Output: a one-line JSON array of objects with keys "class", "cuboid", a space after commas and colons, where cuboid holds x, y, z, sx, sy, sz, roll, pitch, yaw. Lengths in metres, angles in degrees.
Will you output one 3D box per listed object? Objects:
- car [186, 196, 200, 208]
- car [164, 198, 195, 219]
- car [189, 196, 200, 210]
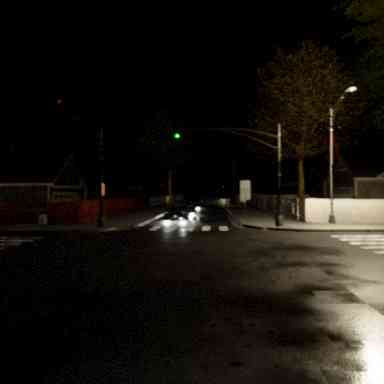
[{"class": "car", "cuboid": [0.189, 1.448, 49.048, 1.837, 1.490, 4.892, 0, 0, 3]}, {"class": "car", "cuboid": [-1.142, 1.518, 28.766, 2.033, 1.411, 5.357, 0, 0, 4]}, {"class": "car", "cuboid": [-0.518, 1.448, 38.710, 2.128, 1.511, 4.902, 0, 0, 4]}]
